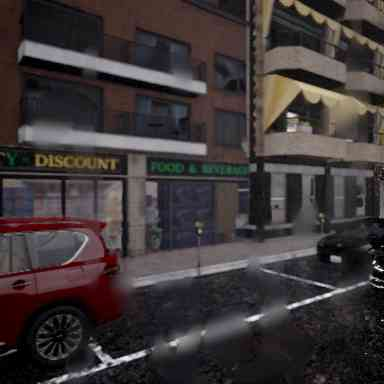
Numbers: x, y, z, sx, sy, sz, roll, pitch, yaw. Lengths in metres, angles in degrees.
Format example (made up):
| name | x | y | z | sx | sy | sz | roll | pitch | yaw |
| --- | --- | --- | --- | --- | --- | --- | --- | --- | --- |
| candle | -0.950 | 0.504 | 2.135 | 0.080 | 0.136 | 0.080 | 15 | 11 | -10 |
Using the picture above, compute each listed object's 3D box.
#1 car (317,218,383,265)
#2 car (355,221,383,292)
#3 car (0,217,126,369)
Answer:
| name | x | y | z | sx | sy | sz | roll | pitch | yaw |
| --- | --- | --- | --- | --- | --- | --- | --- | --- | --- |
| car | 5.881 | 1.534 | 10.755 | 4.313 | 1.339 | 1.947 | 0 | 0 | -35 |
| car | 5.998 | 1.478 | 7.658 | 4.892 | 1.490 | 1.837 | 0 | 0 | -35 |
| car | -3.317 | 1.316 | 4.194 | 5.009 | 1.841 | 2.192 | 0 | 0 | -35 |
